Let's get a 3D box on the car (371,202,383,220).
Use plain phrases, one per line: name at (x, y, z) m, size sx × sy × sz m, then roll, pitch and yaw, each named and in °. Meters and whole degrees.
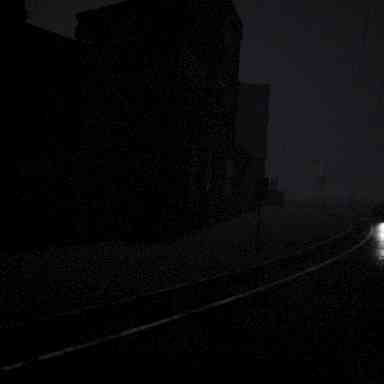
car at (15.150, 1.449, 25.502) m, size 1.895 × 1.301 × 4.718 m, roll 2°, pitch 2°, yaw 20°
